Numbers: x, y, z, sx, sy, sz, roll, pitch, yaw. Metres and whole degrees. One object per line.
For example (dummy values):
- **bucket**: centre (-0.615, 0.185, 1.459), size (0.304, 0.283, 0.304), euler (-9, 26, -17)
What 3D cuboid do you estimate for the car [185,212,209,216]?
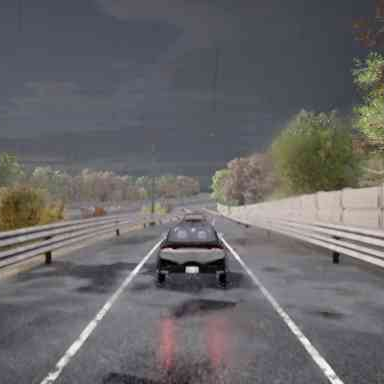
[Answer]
- **car**: centre (0.173, 2.271, 23.880), size (1.837, 1.490, 4.892), euler (0, -3, 1)

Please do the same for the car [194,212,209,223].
- **car**: centre (1.436, 3.732, 48.566), size (1.882, 1.535, 5.008), euler (0, -4, 4)

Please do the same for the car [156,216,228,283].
- **car**: centre (0.009, 1.693, 10.295), size (2.128, 1.511, 4.902), euler (0, -2, 0)

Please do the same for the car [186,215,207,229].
- **car**: centre (0.533, 2.871, 32.431), size (1.895, 1.301, 4.718), euler (0, -3, 2)
